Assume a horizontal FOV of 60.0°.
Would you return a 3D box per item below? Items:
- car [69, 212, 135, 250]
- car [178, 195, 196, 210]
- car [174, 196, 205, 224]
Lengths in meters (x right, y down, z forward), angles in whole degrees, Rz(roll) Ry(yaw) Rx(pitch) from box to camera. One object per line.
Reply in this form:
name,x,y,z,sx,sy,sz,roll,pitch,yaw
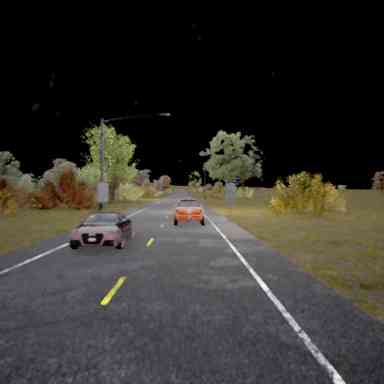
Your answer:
car,-3.695,1.559,14.248,1.994,1.385,4.181,0,0,-1
car,-0.685,1.312,41.887,2.097,1.767,4.553,0,0,-2
car,-0.232,1.335,24.404,2.097,1.767,4.553,0,0,-1
